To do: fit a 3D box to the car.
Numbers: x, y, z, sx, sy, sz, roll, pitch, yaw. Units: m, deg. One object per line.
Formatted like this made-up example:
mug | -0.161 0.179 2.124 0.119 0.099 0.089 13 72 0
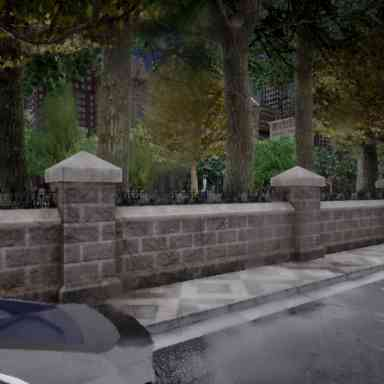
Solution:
car | -2.448 1.491 1.641 4.902 1.511 2.128 0 0 -35
